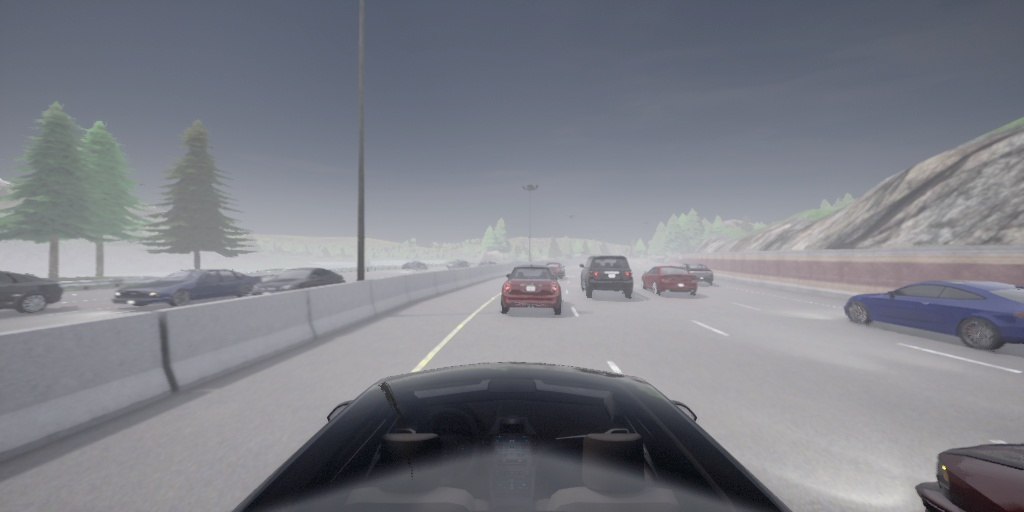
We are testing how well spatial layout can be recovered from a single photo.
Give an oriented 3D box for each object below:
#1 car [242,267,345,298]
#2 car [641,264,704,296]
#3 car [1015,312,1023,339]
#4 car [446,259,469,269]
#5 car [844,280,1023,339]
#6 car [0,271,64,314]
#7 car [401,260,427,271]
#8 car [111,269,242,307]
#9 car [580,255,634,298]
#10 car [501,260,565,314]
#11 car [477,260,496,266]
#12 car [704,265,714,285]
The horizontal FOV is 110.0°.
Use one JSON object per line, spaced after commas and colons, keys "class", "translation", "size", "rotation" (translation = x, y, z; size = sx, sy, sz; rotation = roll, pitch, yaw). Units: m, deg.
{"class": "car", "translation": [-9.670, 1.255, 16.712], "size": [1.812, 1.442, 4.674], "rotation": [0, 0, 6]}
{"class": "car", "translation": [8.528, 1.261, 19.833], "size": [1.882, 1.535, 5.008], "rotation": [0, 0, 8]}
{"class": "car", "translation": [7.153, 1.372, 2.045], "size": [1.895, 1.301, 4.718], "rotation": [0, 0, 0]}
{"class": "car", "translation": [-8.228, 1.243, 54.641], "size": [2.128, 1.511, 4.902], "rotation": [0, 0, 19]}
{"class": "car", "translation": [10.916, 1.311, 8.904], "size": [1.812, 1.442, 4.674], "rotation": [0, 0, 3]}
{"class": "car", "translation": [-17.179, 1.209, 10.818], "size": [1.837, 1.490, 4.892], "rotation": [0, 0, 4]}
{"class": "car", "translation": [-13.492, 1.298, 49.653], "size": [1.994, 1.385, 4.181], "rotation": [0, 0, 17]}
{"class": "car", "translation": [-13.343, 1.265, 15.418], "size": [2.033, 1.411, 5.357], "rotation": [0, 0, 5]}
{"class": "car", "translation": [4.832, 0.994, 18.812], "size": [2.150, 2.045, 5.566], "rotation": [0, 0, 7]}
{"class": "car", "translation": [0.808, 1.110, 14.044], "size": [2.097, 1.767, 4.553], "rotation": [0, 0, 5]}
{"class": "car", "translation": [-3.978, 1.329, 56.313], "size": [1.994, 1.385, 4.181], "rotation": [0, 0, 19]}
{"class": "car", "translation": [13.217, 1.292, 26.478], "size": [2.128, 1.511, 4.902], "rotation": [0, 0, 11]}
